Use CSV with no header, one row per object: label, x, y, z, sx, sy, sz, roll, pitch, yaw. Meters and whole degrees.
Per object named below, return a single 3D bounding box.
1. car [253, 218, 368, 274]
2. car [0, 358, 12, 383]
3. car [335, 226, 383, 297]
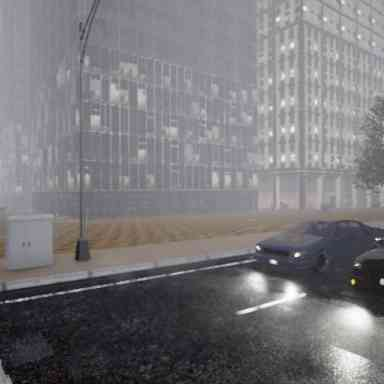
car,4.445,1.578,10.928,5.357,1.411,2.033,0,0,-36
car,-3.311,1.529,1.290,4.674,1.442,1.812,0,0,-36
car,5.435,1.587,7.619,4.181,1.385,1.994,0,0,-35
